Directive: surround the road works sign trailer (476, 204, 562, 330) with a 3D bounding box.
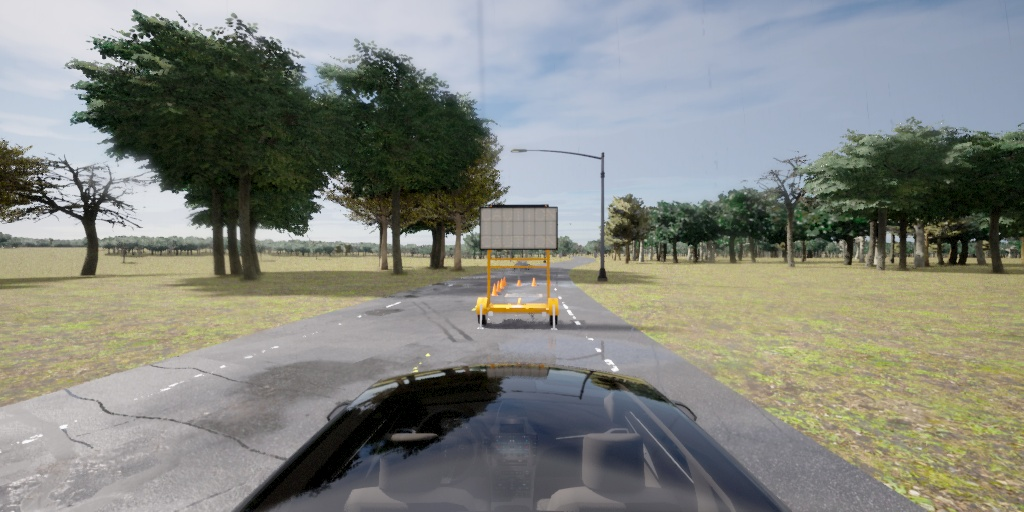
[{"bbox_3d":[0.207,0.215,11.139,2.380,3.560,2.880,0,0,3],"label":"road works sign trailer"}]

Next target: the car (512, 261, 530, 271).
[{"bbox_3d":[1.274,1.353,49.950,1.994,1.385,4.181,0,0,11],"label":"car"}]
